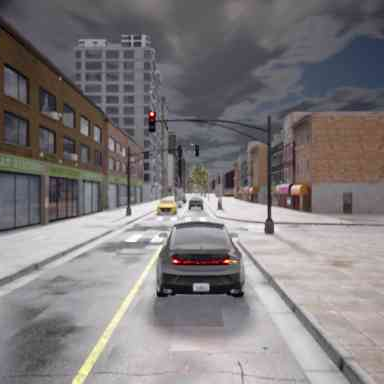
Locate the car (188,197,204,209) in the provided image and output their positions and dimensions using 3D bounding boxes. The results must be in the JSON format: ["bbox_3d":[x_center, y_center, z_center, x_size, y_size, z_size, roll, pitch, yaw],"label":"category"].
[{"bbox_3d":[0.518,1.468,43.644,1.837,1.490,4.892,0,0,1],"label":"car"}]

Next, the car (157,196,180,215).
[{"bbox_3d":[-2.506,1.451,34.189,1.882,1.535,5.008,0,0,0],"label":"car"}]

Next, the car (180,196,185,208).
[{"bbox_3d":[-2.393,1.560,46.501,1.895,1.301,4.718,0,0,1],"label":"car"}]

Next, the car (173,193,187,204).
[{"bbox_3d":[-2.203,1.161,61.591,2.150,2.045,5.566,0,0,1],"label":"car"}]

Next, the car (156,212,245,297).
[{"bbox_3d":[0.176,1.499,8.526,1.837,1.490,4.892,0,0,0],"label":"car"}]
